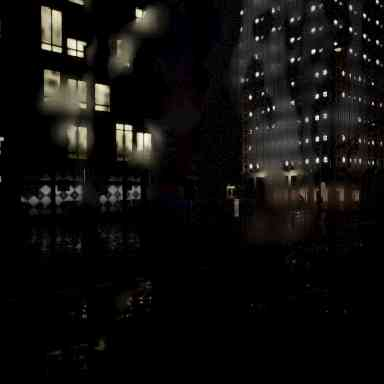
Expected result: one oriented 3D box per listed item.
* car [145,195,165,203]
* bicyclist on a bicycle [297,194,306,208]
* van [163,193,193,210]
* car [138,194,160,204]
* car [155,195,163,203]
[{"bbox_3d":[-7.023,1.237,63.244,1.887,1.381,4.507,0,0,-34],"label":"car"},{"bbox_3d":[12.874,1.117,39.154,1.656,1.620,0.582,-1,1,-34],"label":"bicyclist on a bicycle"},{"bbox_3d":[-1.517,1.210,40.203,1.690,1.788,3.998,0,0,-34],"label":"van"},{"bbox_3d":[-7.846,1.203,59.831,1.882,1.535,5.008,-1,1,-34],"label":"car"},{"bbox_3d":[-3.913,1.035,58.659,2.192,1.841,5.009,0,0,-34],"label":"car"}]
